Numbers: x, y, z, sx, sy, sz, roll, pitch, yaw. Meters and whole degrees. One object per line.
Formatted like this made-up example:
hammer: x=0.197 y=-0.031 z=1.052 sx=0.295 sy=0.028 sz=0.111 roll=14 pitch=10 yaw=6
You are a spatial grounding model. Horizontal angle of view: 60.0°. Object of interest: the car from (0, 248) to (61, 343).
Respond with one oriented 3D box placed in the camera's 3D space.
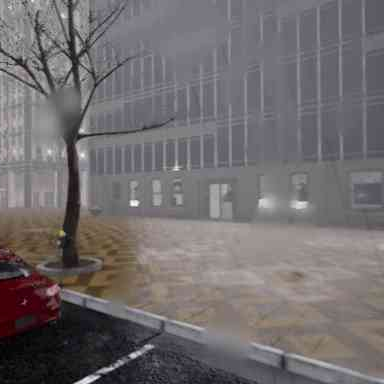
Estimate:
car: x=-3.924 y=1.592 z=5.680 sx=4.206 sy=1.307 sz=1.802 roll=0 pitch=-1 yaw=35
